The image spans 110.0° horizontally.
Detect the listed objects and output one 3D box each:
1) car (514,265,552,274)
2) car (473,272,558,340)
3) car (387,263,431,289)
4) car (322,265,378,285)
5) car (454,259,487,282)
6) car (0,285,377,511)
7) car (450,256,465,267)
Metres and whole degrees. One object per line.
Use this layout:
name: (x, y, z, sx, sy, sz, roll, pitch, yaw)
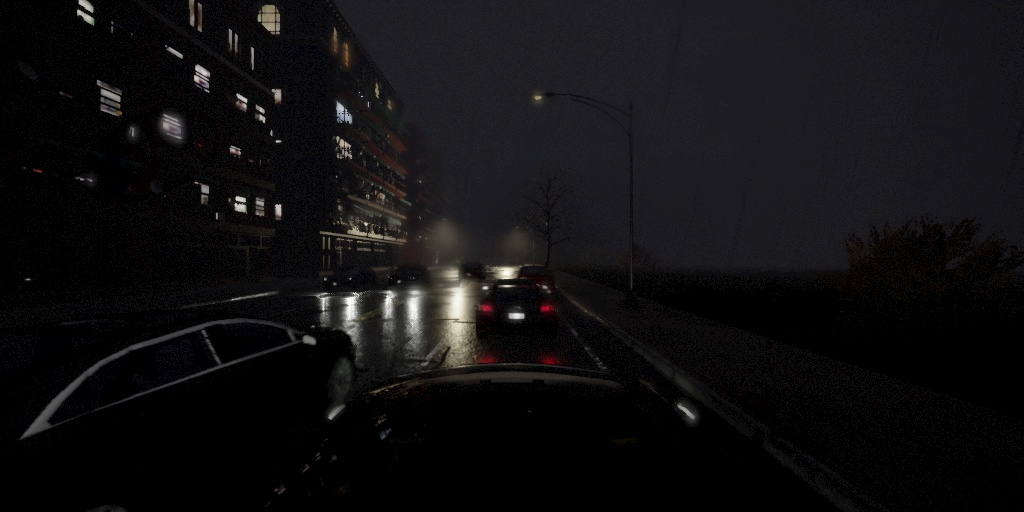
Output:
car: (1.149, 1.230, 18.960, 1.882, 1.535, 5.008, 0, 0, 0)
car: (0.107, 1.315, 10.040, 1.994, 1.385, 4.181, 0, 0, 0)
car: (-6.585, 1.257, 23.409, 1.837, 1.490, 4.892, 0, 0, 0)
car: (-9.836, 1.278, 22.231, 1.812, 1.442, 4.674, 0, 0, 0)
car: (-3.130, 1.230, 28.839, 1.882, 1.535, 5.008, 0, 0, 0)
car: (-3.151, 1.240, 3.240, 2.128, 1.511, 4.902, 0, 0, 0)
car: (-9.749, 0.969, 64.603, 2.150, 2.045, 5.566, 0, 0, 1)
